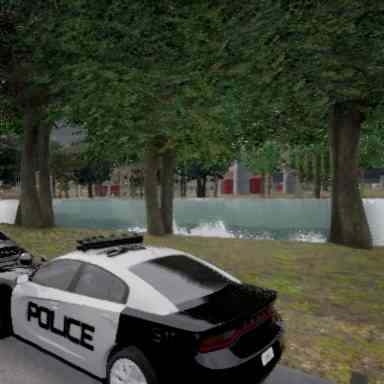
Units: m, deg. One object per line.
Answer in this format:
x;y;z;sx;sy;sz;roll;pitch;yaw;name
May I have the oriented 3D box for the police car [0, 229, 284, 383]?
-1.308;1.462;4.943;5.238;1.638;1.930;0;-1;37;police car
